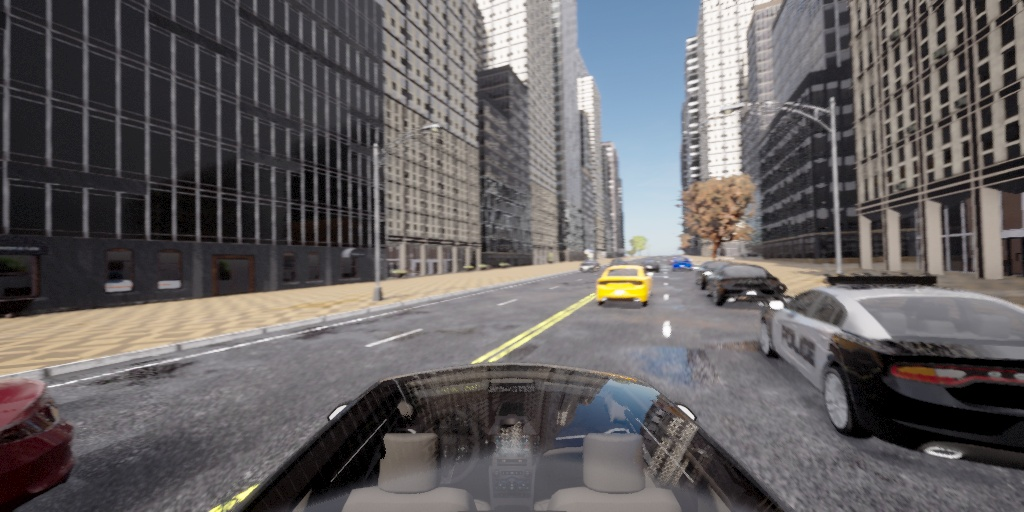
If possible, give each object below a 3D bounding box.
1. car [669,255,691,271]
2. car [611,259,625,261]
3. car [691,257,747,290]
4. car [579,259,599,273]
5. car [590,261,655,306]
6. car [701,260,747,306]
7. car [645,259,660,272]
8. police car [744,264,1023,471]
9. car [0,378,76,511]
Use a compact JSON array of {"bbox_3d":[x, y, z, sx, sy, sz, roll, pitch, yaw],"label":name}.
[{"bbox_3d":[18.542,0.850,39.292,1.882,1.535,5.008,-2,0,24],"label":"car"},{"bbox_3d":[12.214,1.073,41.257,1.837,1.490,4.892,-2,-1,23],"label":"car"},{"bbox_3d":[11.162,0.979,19.544,1.882,1.535,5.008,-2,0,23],"label":"car"},{"bbox_3d":[9.316,1.149,42.737,2.128,1.511,4.902,-2,0,23],"label":"car"},{"bbox_3d":[4.878,1.144,15.311,1.882,1.535,5.008,-2,0,23],"label":"car"},{"bbox_3d":[8.811,1.024,14.024,1.882,1.535,5.008,-2,0,23],"label":"car"},{"bbox_3d":[15.095,1.037,39.304,1.994,1.385,4.181,-2,0,23],"label":"car"},{"bbox_3d":[4.935,1.044,4.923,1.930,1.638,5.238,-2,0,23],"label":"police car"},{"bbox_3d":[-4.938,1.416,1.052,1.812,1.442,4.674,-2,0,23],"label":"car"}]
